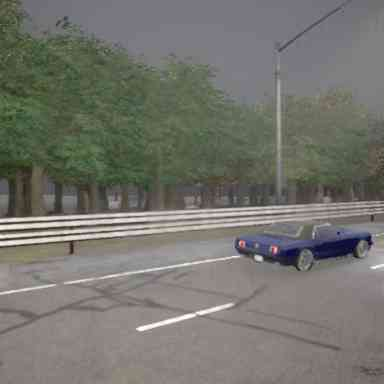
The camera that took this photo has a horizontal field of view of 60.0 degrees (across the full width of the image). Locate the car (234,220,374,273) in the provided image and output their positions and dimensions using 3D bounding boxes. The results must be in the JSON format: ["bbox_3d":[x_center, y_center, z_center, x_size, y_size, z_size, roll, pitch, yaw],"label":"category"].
[{"bbox_3d":[3.693,1.540,10.496,4.718,1.301,1.895,-1,0,-34],"label":"car"}]
